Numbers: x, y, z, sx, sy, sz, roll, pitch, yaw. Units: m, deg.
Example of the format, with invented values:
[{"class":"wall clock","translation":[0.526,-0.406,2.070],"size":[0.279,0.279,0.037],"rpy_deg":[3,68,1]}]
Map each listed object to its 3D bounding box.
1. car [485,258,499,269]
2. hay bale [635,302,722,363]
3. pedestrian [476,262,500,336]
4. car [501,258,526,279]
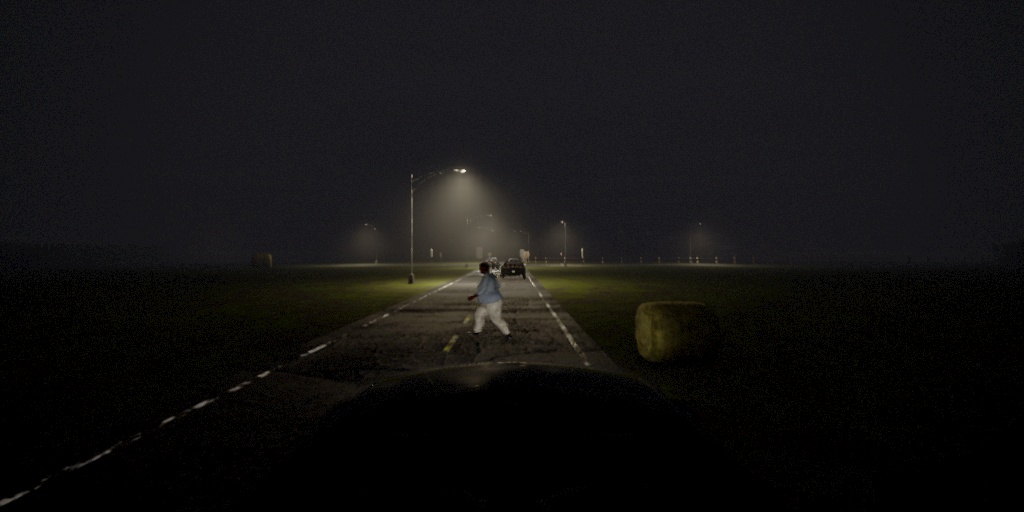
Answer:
[{"class":"car","translation":[-2.708,0.962,48.168],"size":[2.128,1.511,4.902],"rpy_deg":[0,0,1]},{"class":"hay bale","translation":[3.133,1.373,6.924],"size":[1.220,1.180,1.240],"rpy_deg":[0,0,0]},{"class":"pedestrian","translation":[-0.533,1.003,8.093],"size":[0.375,1.860,0.375],"rpy_deg":[-1,1,1]},{"class":"car","translation":[0.139,1.057,29.822],"size":[1.882,1.535,5.008],"rpy_deg":[0,-1,0]}]
